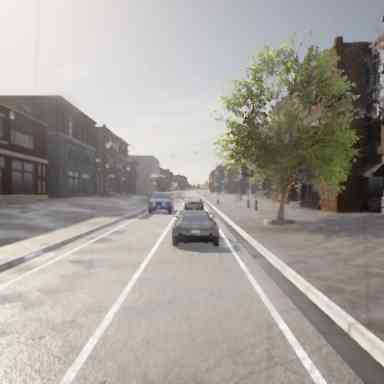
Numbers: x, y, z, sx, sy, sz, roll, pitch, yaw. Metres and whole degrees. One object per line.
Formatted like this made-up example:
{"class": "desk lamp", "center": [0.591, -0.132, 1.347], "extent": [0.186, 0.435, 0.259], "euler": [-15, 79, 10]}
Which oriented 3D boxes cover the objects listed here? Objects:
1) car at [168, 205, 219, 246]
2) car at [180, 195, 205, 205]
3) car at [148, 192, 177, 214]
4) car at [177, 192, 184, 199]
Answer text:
{"class": "car", "center": [0.153, 1.511, 15.086], "extent": [1.994, 1.385, 4.181], "euler": [0, 0, 0]}
{"class": "car", "center": [0.217, 1.291, 32.705], "extent": [2.128, 1.511, 4.902], "euler": [0, 1, 0]}
{"class": "car", "center": [-2.978, 1.020, 32.816], "extent": [2.150, 2.045, 5.566], "euler": [0, 1, 0]}
{"class": "car", "center": [-2.734, 0.703, 73.407], "extent": [2.097, 1.767, 4.553], "euler": [0, 0, 0]}
